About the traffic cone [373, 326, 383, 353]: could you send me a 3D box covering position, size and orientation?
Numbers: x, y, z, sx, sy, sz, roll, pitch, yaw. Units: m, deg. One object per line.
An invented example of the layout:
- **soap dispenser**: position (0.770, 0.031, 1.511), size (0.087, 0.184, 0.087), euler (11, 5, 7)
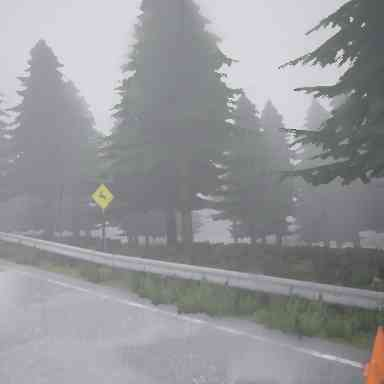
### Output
- **traffic cone**: position (2.330, 1.956, 4.106), size (0.340, 0.580, 0.340), euler (0, 0, 34)

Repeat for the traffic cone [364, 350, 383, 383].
- **traffic cone**: position (1.786, 1.956, 3.269), size (0.340, 0.580, 0.340), euler (0, 0, 33)
